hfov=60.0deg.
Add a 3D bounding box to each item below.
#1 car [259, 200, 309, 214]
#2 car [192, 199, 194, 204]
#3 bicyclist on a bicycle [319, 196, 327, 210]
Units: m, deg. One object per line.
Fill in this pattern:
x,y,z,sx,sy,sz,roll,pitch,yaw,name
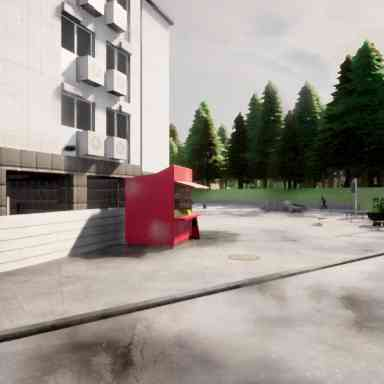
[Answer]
9.565,1.546,35.121,2.033,1.411,5.357,0,0,-35,car
-1.745,1.547,58.220,2.033,1.411,5.357,0,0,-35,car
15.990,1.349,40.578,1.656,1.620,0.582,0,0,-35,bicyclist on a bicycle
